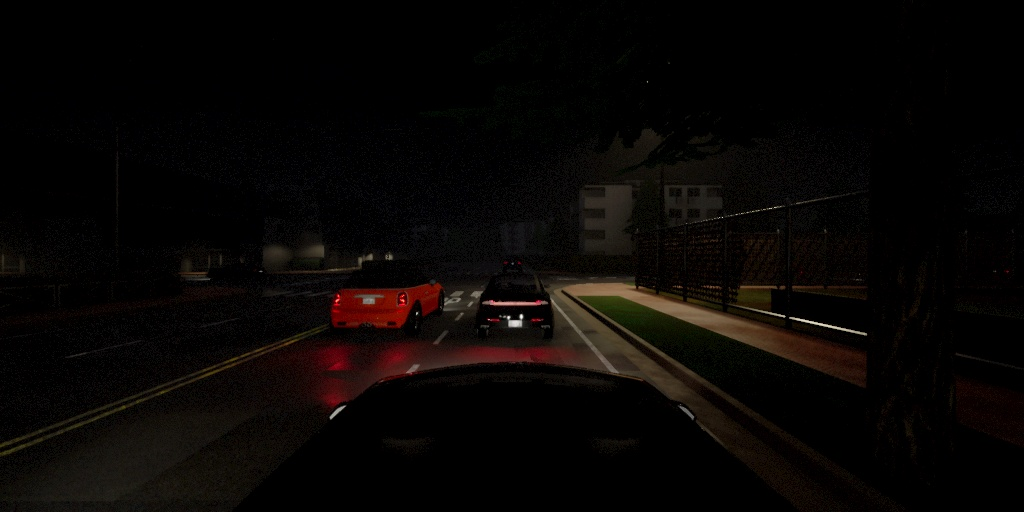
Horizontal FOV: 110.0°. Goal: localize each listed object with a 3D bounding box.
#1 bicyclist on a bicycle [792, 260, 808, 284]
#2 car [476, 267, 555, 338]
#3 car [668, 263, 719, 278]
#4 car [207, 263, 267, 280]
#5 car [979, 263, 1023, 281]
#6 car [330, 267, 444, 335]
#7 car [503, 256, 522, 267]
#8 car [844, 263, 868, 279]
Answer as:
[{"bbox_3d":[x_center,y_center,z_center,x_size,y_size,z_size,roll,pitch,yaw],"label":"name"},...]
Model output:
[{"bbox_3d":[18.301,1.034,22.965,0.582,1.620,1.656,0,0,0],"label":"bicyclist on a bicycle"},{"bbox_3d":[0.088,1.241,10.132,2.128,1.511,4.902,0,0,0],"label":"car"},{"bbox_3d":[16.074,1.294,31.924,4.181,1.385,1.994,0,0,0],"label":"car"},{"bbox_3d":[-23.730,1.311,31.032,4.181,1.385,1.994,0,0,0],"label":"car"},{"bbox_3d":[40.889,1.271,29.407,5.357,1.411,2.033,0,0,-19],"label":"car"},{"bbox_3d":[-3.408,1.101,10.692,2.097,1.767,4.553,0,0,0],"label":"car"},{"bbox_3d":[0.045,0.967,44.040,2.150,2.045,5.566,0,0,0],"label":"car"},{"bbox_3d":[32.474,1.272,31.930,4.892,1.490,1.837,0,0,0],"label":"car"}]
